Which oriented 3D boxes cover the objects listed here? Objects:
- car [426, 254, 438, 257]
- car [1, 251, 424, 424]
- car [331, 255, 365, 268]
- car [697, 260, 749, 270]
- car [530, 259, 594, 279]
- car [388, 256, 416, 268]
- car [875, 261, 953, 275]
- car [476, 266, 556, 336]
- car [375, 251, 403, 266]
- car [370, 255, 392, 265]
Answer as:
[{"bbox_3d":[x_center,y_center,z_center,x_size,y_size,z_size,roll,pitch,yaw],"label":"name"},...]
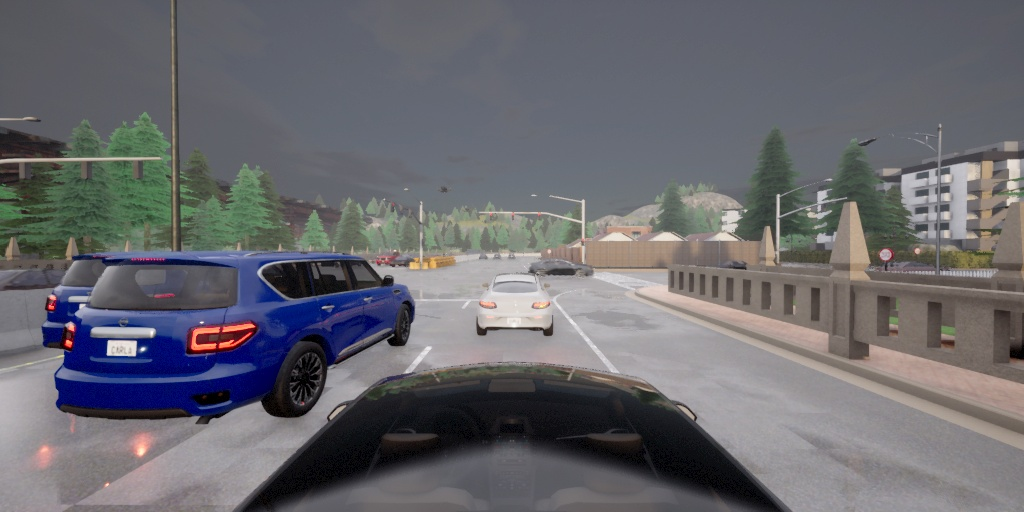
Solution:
[{"bbox_3d":[-14.143,0.578,61.097,1.994,1.385,4.181,0,1,0],"label":"car"},{"bbox_3d":[-3.488,0.934,6.066,2.150,2.045,5.566,0,1,4],"label":"car"},{"bbox_3d":[-21.153,0.693,46.475,2.128,1.511,4.902,0,1,0],"label":"car"},{"bbox_3d":[18.032,1.015,29.978,4.718,1.301,1.895,0,1,2],"label":"car"},{"bbox_3d":[3.701,0.939,27.365,4.902,1.511,2.128,0,1,10],"label":"car"},{"bbox_3d":[-14.123,0.750,46.382,2.033,1.411,5.357,0,1,-1],"label":"car"},{"bbox_3d":[29.039,1.029,25.989,4.181,1.385,1.994,0,1,2],"label":"car"},{"bbox_3d":[0.108,1.196,9.986,1.812,1.442,4.674,0,1,2],"label":"car"},{"bbox_3d":[-17.661,0.355,51.756,2.150,2.045,5.566,0,1,-1],"label":"car"},{"bbox_3d":[-21.143,0.579,58.016,1.812,1.442,4.674,0,1,0],"label":"car"}]
